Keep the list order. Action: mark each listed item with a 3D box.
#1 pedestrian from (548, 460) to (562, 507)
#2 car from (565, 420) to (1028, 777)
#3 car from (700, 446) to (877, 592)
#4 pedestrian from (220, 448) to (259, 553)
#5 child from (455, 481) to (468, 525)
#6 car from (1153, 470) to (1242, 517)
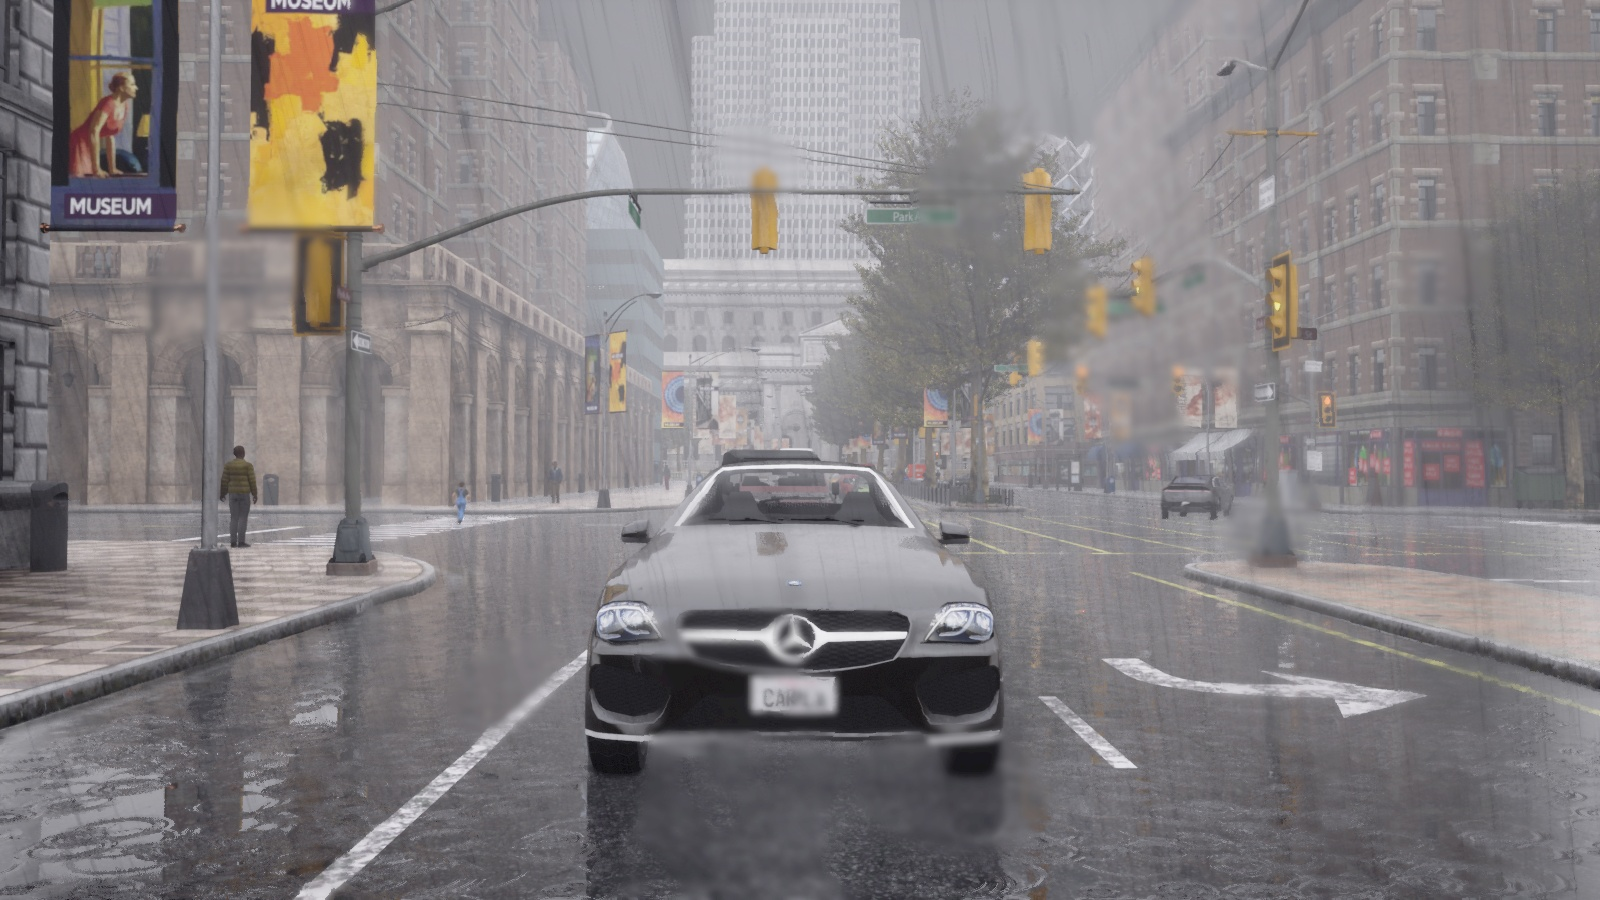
[{"bbox_3d":[-10.131,1.382,51.950,0.423,1.949,0.788,0,-1,0],"label":"pedestrian"},{"bbox_3d":[-0.025,0.733,8.363,2.152,1.651,5.027,0,-1,0],"label":"car"},{"bbox_3d":[-0.294,0.918,18.273,1.905,1.878,3.866,0,-1,-11],"label":"car"},{"bbox_3d":[-9.985,0.886,22.381,0.370,1.835,0.726,0,-1,1],"label":"pedestrian"},{"bbox_3d":[-9.849,1.548,36.543,0.270,1.263,0.437,0,-1,2],"label":"child"},{"bbox_3d":[13.674,1.437,43.044,2.128,1.511,4.902,-1,-1,27],"label":"car"}]
